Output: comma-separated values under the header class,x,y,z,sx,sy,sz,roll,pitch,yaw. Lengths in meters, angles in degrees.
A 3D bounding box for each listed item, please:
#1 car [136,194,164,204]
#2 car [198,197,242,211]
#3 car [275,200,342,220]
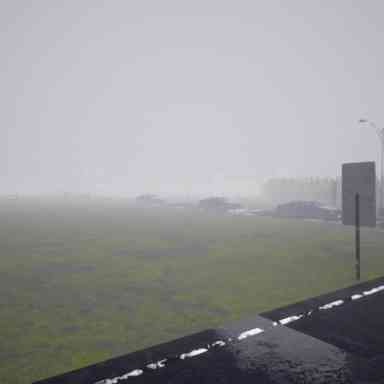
class,x,y,z,sx,sy,sz,roll,pitch,yaw
car,-6.067,0.951,47.486,2.033,1.411,5.357,-1,1,-35
car,2.834,1.184,35.001,2.033,1.411,5.357,-1,1,-36
car,9.120,1.345,26.210,2.033,1.411,5.357,-1,1,-36
